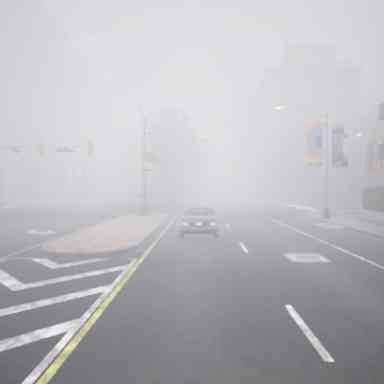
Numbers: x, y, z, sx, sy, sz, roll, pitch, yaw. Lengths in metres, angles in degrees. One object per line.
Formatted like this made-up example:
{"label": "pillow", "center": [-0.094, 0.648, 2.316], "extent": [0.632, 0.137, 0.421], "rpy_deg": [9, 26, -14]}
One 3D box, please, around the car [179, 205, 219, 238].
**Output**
{"label": "car", "center": [0.359, 1.350, 16.407], "extent": [2.033, 1.411, 5.357], "rpy_deg": [0, 1, 2]}

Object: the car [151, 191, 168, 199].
{"label": "car", "center": [-6.636, 0.733, 68.638], "extent": [1.994, 1.385, 4.181], "rpy_deg": [0, 1, 1]}

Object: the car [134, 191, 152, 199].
{"label": "car", "center": [-10.139, 0.777, 68.480], "extent": [1.895, 1.301, 4.718], "rpy_deg": [0, 1, 1]}

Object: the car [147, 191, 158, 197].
{"label": "car", "center": [-9.828, 0.527, 83.512], "extent": [2.128, 1.511, 4.902], "rpy_deg": [0, 1, 1]}

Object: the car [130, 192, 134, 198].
{"label": "car", "center": [-13.206, 0.671, 77.326], "extent": [1.895, 1.301, 4.718], "rpy_deg": [0, 1, 1]}

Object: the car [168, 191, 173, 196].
{"label": "car", "center": [-6.332, 0.557, 83.277], "extent": [1.994, 1.385, 4.181], "rpy_deg": [0, 1, 1]}
